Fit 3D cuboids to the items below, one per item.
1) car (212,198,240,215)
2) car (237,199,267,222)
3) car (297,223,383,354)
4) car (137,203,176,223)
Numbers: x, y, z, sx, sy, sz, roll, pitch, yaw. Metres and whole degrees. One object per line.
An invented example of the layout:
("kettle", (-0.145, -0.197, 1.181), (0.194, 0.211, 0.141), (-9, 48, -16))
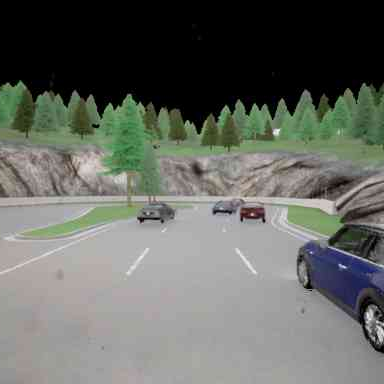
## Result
("car", (3.404, 1.564, 34.312), (1.994, 1.385, 4.181), (0, 0, 15))
("car", (4.967, 1.477, 26.771), (1.882, 1.535, 5.008), (0, 0, 13))
("car", (3.600, 1.352, 6.280), (2.097, 1.767, 4.553), (0, 0, 0))
("car", (-2.587, 1.547, 25.390), (2.033, 1.411, 5.357), (0, 0, 10))
